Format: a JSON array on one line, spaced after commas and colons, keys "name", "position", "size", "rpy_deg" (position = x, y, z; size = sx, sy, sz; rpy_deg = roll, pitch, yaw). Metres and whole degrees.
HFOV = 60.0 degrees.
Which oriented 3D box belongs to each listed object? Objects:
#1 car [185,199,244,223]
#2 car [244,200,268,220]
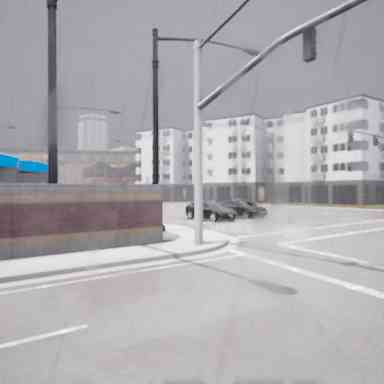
[{"name": "car", "position": [1.370, 1.396, 25.036], "size": [1.837, 1.490, 4.892], "rpy_deg": [0, 2, -35]}, {"name": "car", "position": [4.047, 1.375, 27.295], "size": [1.837, 1.490, 4.892], "rpy_deg": [0, 1, -35]}]
